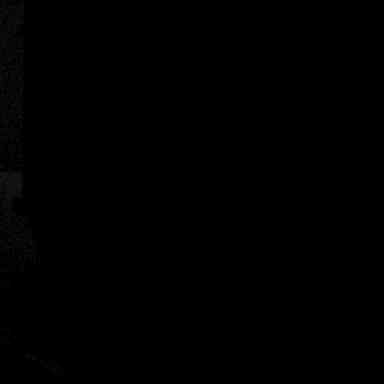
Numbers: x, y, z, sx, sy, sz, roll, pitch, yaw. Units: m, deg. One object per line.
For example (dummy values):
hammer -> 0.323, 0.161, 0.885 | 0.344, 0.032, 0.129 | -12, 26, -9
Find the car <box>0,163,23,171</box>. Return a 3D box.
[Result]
car -> -24.617, -3.408, 47.900 | 4.892, 1.521, 2.231 | 1, 1, 27
